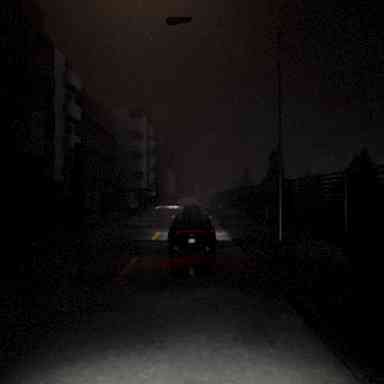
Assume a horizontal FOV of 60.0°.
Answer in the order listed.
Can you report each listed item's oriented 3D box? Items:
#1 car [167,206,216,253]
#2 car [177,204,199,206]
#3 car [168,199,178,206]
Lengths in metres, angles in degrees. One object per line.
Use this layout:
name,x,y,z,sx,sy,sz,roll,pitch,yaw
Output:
car,-0.002,1.615,14.469,1.882,1.535,5.008,0,0,0
car,-0.014,1.821,28.989,2.033,1.411,5.357,0,-1,0
car,-4.037,2.189,70.980,2.128,1.511,4.902,0,-1,0
